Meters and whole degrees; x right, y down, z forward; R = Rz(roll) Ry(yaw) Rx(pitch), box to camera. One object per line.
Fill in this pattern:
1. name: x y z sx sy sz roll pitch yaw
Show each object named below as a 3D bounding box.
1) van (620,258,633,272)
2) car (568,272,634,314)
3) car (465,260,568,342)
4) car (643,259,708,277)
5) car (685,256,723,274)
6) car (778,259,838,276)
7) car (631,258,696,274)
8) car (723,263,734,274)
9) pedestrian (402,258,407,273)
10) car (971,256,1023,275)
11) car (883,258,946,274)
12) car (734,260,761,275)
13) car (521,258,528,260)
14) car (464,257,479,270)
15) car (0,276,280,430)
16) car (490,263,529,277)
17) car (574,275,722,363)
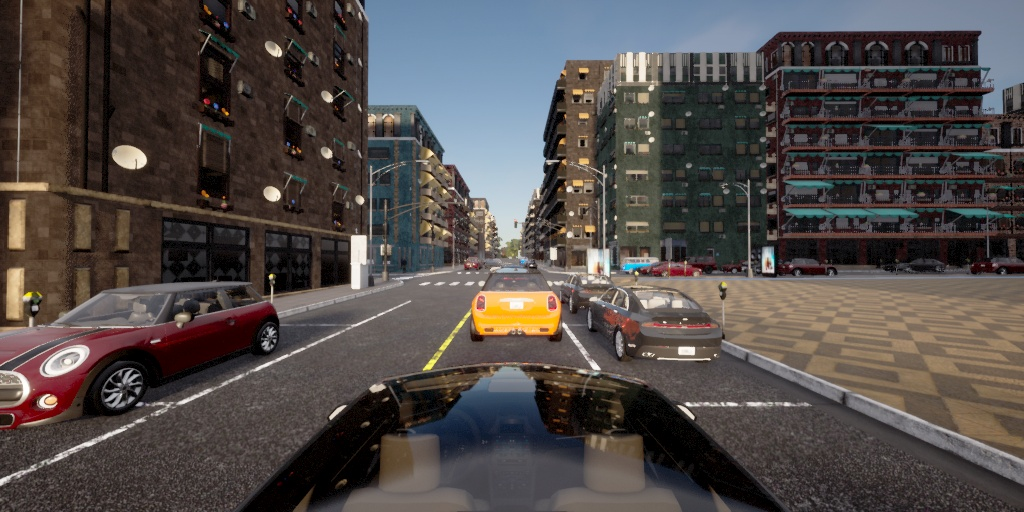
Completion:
1. van: 13.777 1.046 38.559 3.998 1.789 1.690 0 0 0
2. car: 2.823 1.304 13.555 2.007 1.370 4.403 0 0 0
3. car: 0.099 1.104 9.965 2.097 1.767 4.553 0 0 0
4. car: 13.713 1.162 30.179 4.207 1.307 1.802 0 0 0
5. car: 19.305 0.977 38.518 5.009 1.841 2.192 0 0 0
6. car: 24.769 0.935 30.098 4.097 1.591 1.967 0 0 0
7. car: 15.218 1.203 35.971 5.357 1.411 2.033 0 -1 0
8. car: 24.833 1.165 38.478 4.507 1.381 1.888 0 0 0
9. pedestrian: -12.521 1.097 41.715 0.375 1.860 0.375 0 0 0
10. car: 41.350 0.811 29.975 4.097 1.591 1.967 0 0 0
11. car: 40.063 0.973 35.762 4.892 1.490 1.837 0 -1 1
12. car: 25.597 1.067 35.893 4.902 1.511 2.128 0 -1 1
13. car: 2.701 1.334 51.747 1.948 1.339 4.313 0 0 0
14. car: -5.679 1.083 51.789 2.192 1.841 5.009 0 0 0
15. car: -5.819 1.191 5.751 1.967 1.591 4.097 0 0 0
16. car: -0.337 1.403 37.536 1.895 1.301 4.718 0 -1 -32
17. car: 2.822 1.302 7.985 2.007 1.370 4.403 0 0 0
